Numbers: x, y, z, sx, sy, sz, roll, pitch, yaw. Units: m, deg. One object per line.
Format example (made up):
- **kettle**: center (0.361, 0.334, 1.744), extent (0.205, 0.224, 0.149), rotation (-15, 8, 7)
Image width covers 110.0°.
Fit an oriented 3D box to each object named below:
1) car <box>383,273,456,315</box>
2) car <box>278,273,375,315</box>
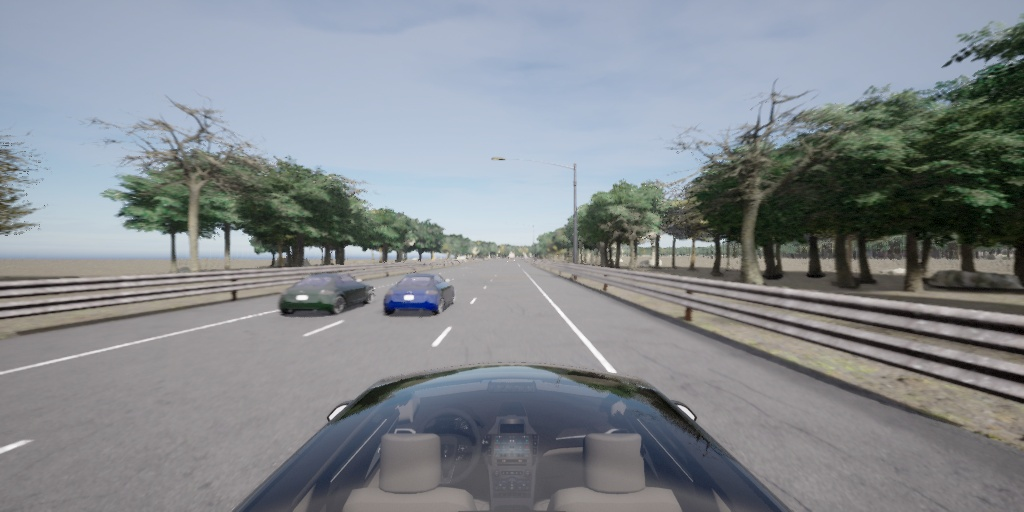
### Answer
- **car**: center (-3.404, 1.349, 13.858), extent (1.994, 1.385, 4.181), rotation (0, 0, 0)
- **car**: center (-6.906, 1.349, 13.815), extent (1.994, 1.385, 4.181), rotation (0, 0, 0)
